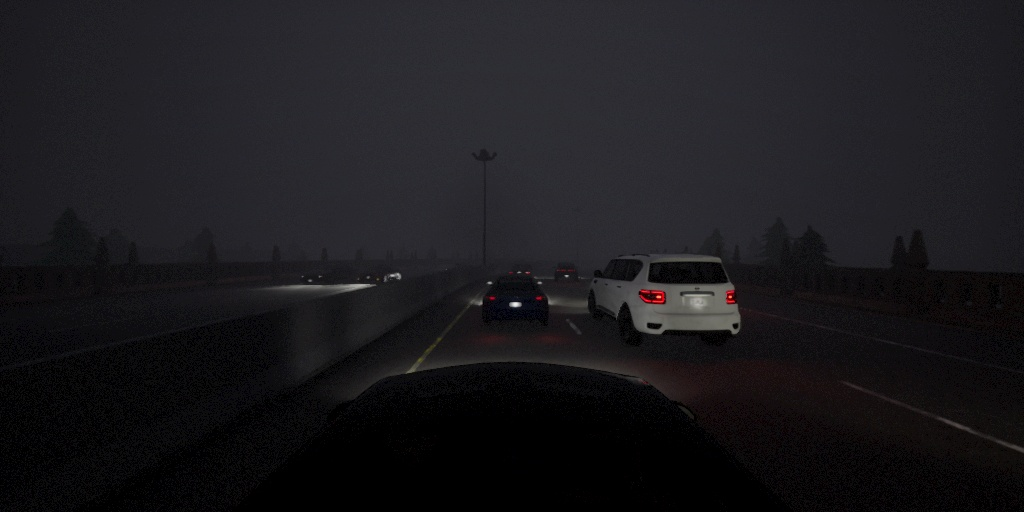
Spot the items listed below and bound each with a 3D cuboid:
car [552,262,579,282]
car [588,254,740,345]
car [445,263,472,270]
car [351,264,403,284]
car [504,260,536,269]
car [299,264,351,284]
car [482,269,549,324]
[{"bbox_3d":[4.461,1.265,29.643,1.837,1.490,4.892,0,0,7],"label":"car"},{"bbox_3d":[3.594,0.974,9.632,2.150,2.045,5.566,0,0,0],"label":"car"},{"bbox_3d":[-5.273,1.364,36.666,1.895,1.301,4.718,0,0,11],"label":"car"},{"bbox_3d":[-10.007,1.324,27.419,1.994,1.385,4.181,0,0,6],"label":"car"},{"bbox_3d":[0.873,1.308,29.635,2.033,1.411,5.357,0,0,7],"label":"car"},{"bbox_3d":[-13.613,1.307,27.226,2.033,1.411,5.357,0,0,5],"label":"car"},{"bbox_3d":[0.096,1.318,11.950,1.994,1.385,4.181,0,0,0],"label":"car"}]
